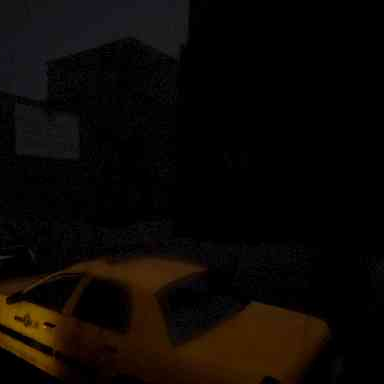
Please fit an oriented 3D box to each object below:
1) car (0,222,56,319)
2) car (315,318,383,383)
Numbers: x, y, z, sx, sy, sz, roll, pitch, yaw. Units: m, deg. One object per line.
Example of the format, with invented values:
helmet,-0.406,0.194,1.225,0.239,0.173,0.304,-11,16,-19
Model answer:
car,-5.368,1.391,7.356,4.553,1.767,2.185,0,0,35
car,3.584,1.218,0.980,5.566,2.045,2.435,0,0,35
